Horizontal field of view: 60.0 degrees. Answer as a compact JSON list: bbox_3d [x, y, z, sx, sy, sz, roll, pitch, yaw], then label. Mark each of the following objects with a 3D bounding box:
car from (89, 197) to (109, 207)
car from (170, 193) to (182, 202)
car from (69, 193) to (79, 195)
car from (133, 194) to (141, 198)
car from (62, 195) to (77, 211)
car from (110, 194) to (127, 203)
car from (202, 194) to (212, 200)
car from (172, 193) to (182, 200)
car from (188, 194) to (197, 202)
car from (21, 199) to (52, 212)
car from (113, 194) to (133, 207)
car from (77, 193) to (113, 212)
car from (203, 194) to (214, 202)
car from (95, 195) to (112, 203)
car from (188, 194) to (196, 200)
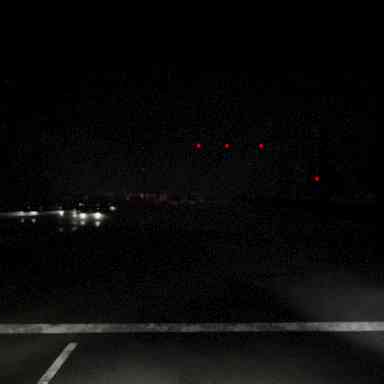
[{"bbox_3d":[-14.058,1.458,50.518,1.994,1.385,4.181,0,0,0],"label":"car"},{"bbox_3d":[-3.473,1.362,68.440,1.837,1.490,4.892,0,0,0],"label":"car"},{"bbox_3d":[-17.528,1.113,50.318,2.150,2.045,5.566,0,1,2],"label":"car"},{"bbox_3d":[-10.533,1.228,60.776,2.097,1.767,4.553,0,0,0],"label":"car"},{"bbox_3d":[-14.067,1.421,40.134,1.837,1.490,4.892,0,0,0],"label":"car"},{"bbox_3d":[-14.007,1.221,63.455,2.097,1.767,4.553,0,0,1],"label":"car"},{"bbox_3d":[3.531,1.208,78.857,2.033,1.411,5.357,0,0,0],"label":"car"},{"bbox_3d":[-3.469,1.023,78.830,2.097,1.767,4.553,0,0,0],"label":"car"},{"bbox_3d":[0.027,1.362,68.439,1.837,1.490,4.892,0,0,0],"label":"car"},{"bbox_3d":[-17.573,1.485,37.758,1.994,1.385,4.181,0,0,0],"label":"car"},{"bbox_3d":[-10.565,1.445,49.275,2.033,1.411,5.357,0,0,0],"label":"car"},{"bbox_3d":[-10.576,1.276,36.599,2.097,1.767,4.553,0,0,0],"label":"car"},{"bbox_3d":[3.527,1.405,68.438,2.033,1.411,5.357,0,0,0],"label":"car"},{"bbox_3d":[-17.474,1.410,65.796,2.033,1.411,5.357,0,0,0],"label":"car"},{"bbox_3d":[0.031,1.146,78.859,1.882,1.535,5.008,0,0,0],"label":"car"}]
